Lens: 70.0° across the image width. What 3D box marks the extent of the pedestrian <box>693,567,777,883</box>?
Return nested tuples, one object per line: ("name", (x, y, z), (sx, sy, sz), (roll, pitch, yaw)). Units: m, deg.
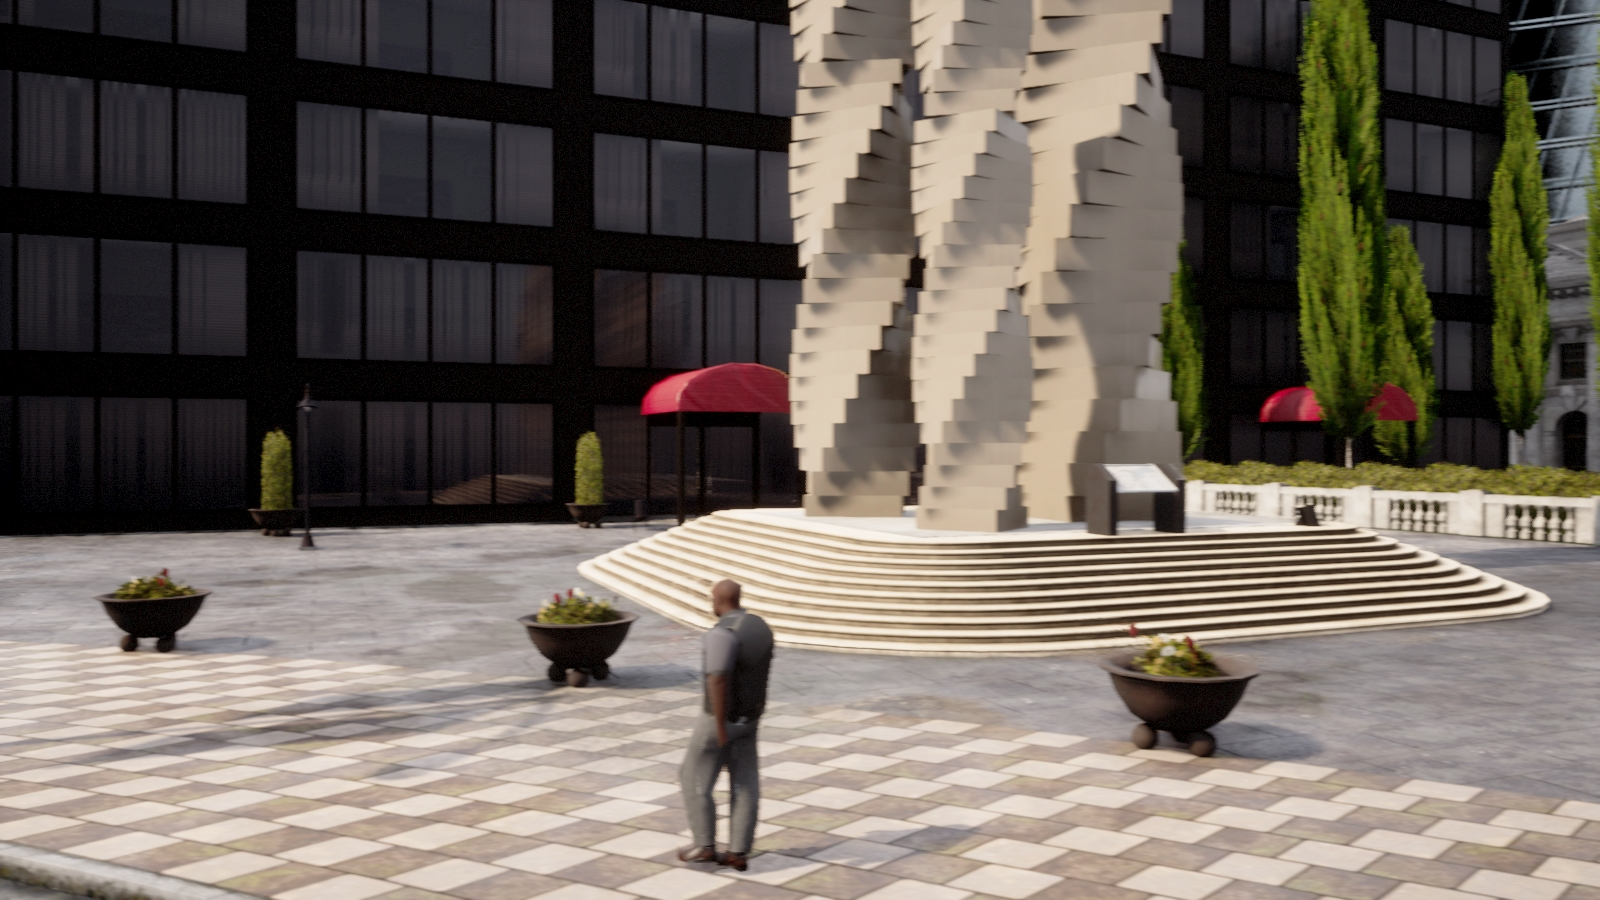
("pedestrian", (-0.407, 1.694, 7.187), (0.375, 1.860, 0.375), (0, 0, 37))
